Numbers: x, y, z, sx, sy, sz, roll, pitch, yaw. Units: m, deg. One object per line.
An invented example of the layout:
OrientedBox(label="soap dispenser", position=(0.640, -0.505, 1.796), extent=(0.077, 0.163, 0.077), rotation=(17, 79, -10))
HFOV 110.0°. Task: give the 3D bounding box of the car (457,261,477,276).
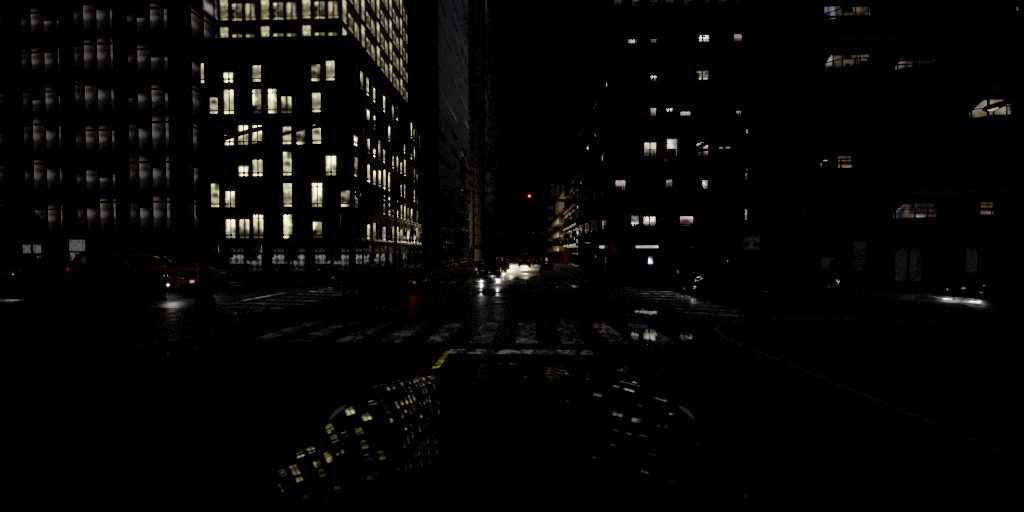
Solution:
OrientedBox(label="car", position=(-4.505, 1.265, 36.880), extent=(1.751, 1.417, 4.829), rotation=(0, 0, 2))

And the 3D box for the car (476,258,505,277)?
OrientedBox(label="car", position=(-1.984, 1.245, 34.777), extent=(1.837, 1.490, 4.892), rotation=(0, 0, 2))

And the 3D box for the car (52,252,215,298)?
OrientedBox(label="car", position=(-18.151, 0.846, 17.378), extent=(5.566, 2.045, 2.150), rotation=(1, 1, 3))

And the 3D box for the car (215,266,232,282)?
OrientedBox(label="car", position=(-20.960, 1.029, 23.292), extent=(4.829, 1.417, 1.751), rotation=(0, 0, 3))

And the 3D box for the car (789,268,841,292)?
OrientedBox(label="car", position=(16.976, 1.375, 21.483), extent=(4.403, 1.370, 2.007), rotation=(0, 0, 3))

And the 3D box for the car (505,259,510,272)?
OrientedBox(label="car", position=(-1.636, 1.302, 44.674), extent=(1.994, 1.385, 4.181), rotation=(0, 0, 2))

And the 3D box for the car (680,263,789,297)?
OrientedBox(label="car", position=(11.507, 1.175, 19.142), extent=(4.553, 1.767, 2.097), rotation=(0, 1, 3))

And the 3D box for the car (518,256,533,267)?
OrientedBox(label="car", position=(2.207, 0.955, 63.523), extent=(2.150, 2.045, 5.566), rotation=(0, 0, 2))

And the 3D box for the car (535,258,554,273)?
OrientedBox(label="car", position=(4.072, 1.288, 42.411), extent=(2.007, 1.370, 4.403), rotation=(0, 0, 2))

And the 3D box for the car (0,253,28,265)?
OrientedBox(label="car", position=(-27.860, 0.893, 17.852), extent=(4.553, 1.767, 2.097), rotation=(0, 1, 3))

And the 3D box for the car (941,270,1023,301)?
OrientedBox(label="car", position=(25.376, 1.502, 18.471), extent=(4.181, 1.385, 1.994), rotation=(0, 1, 3))

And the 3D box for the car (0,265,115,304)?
OrientedBox(label="car", position=(-19.868, 1.204, 14.915), extent=(4.403, 1.370, 2.007), rotation=(0, 0, 3))

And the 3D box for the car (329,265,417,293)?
OrientedBox(label="car", position=(-7.743, 1.239, 20.097), extent=(4.674, 1.442, 1.812), rotation=(1, 1, 3))

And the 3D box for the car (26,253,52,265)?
OrientedBox(label="car", position=(-32.893, 0.712, 23.909), extent=(5.009, 1.841, 2.192), rotation=(0, 0, 3))
